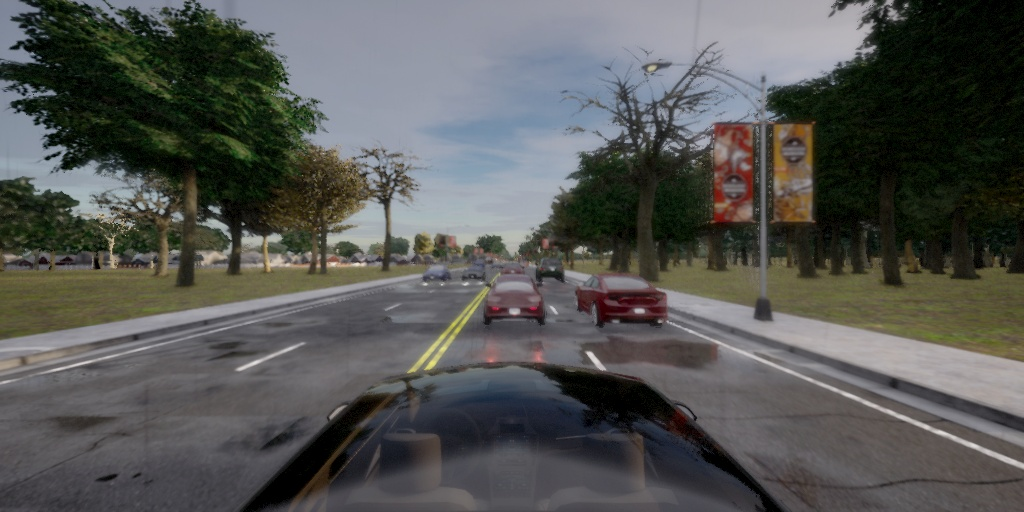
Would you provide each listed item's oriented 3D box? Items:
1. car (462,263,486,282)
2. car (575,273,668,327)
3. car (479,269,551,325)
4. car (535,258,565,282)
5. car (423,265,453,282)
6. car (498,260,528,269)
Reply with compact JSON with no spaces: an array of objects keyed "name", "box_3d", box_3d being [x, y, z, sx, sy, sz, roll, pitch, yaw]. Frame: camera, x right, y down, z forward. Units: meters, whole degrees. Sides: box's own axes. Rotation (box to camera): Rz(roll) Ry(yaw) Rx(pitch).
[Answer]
[{"name":"car","box_3d":[-3.359,1.586,32.613,1.994,1.385,4.181,0,-1,0]},{"name":"car","box_3d":[3.334,1.303,11.819,1.882,1.535,5.008,0,0,0]},{"name":"car","box_3d":[0.081,1.353,12.091,1.812,1.442,4.674,0,0,0]},{"name":"car","box_3d":[3.336,1.236,32.036,2.150,2.045,5.566,0,-1,0]},{"name":"car","box_3d":[-6.617,1.542,32.113,1.812,1.442,4.674,0,-1,0]},{"name":"car","box_3d":[0.084,1.374,32.669,2.097,1.767,4.553,0,-1,0]}]
